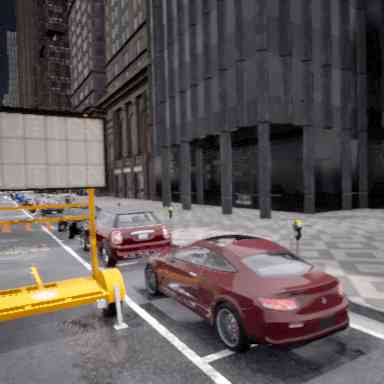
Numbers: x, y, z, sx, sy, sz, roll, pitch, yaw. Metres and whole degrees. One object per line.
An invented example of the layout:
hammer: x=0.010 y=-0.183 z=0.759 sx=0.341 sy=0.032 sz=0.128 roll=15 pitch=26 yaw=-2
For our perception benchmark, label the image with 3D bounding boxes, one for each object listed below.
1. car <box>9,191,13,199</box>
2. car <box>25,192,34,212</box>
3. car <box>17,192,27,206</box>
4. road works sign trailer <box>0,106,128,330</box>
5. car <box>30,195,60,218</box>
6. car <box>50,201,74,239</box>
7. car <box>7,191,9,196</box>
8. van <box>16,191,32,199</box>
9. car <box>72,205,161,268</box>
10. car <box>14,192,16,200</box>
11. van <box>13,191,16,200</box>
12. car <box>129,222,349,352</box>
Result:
car: x=-33.765 y=0.684 z=64.620 sx=1.967 sy=1.590 sz=4.097 roll=-3 pitch=2 yaw=-30
car: x=-13.740 y=1.013 z=30.291 sx=1.967 sy=1.590 sz=4.097 roll=-3 pitch=2 yaw=-30
car: x=-19.459 y=1.028 z=40.103 sx=2.008 sy=1.369 sz=4.403 roll=-3 pitch=2 yaw=-30
road works sign trailer: x=-2.722 y=0.370 z=5.853 sx=2.380 sy=3.560 sz=2.880 roll=-2 pitch=2 yaw=-30
car: x=-10.877 y=1.172 z=25.390 sx=2.008 sy=1.369 sz=4.403 roll=-3 pitch=2 yaw=-30
car: x=-5.155 y=1.284 z=15.583 sx=1.947 sy=1.339 sz=4.313 roll=-3 pitch=2 yaw=-30
car: x=-39.490 y=0.468 z=74.425 sx=2.192 sy=1.841 sz=5.009 roll=-3 pitch=2 yaw=-30
van: x=-22.326 y=0.771 z=45.002 sx=1.690 sy=1.788 sz=3.998 roll=-3 pitch=2 yaw=-30
car: x=-2.298 y=1.207 z=10.676 sx=1.967 sy=1.590 sz=4.097 roll=-3 pitch=2 yaw=-30
car: x=-25.180 y=0.928 z=49.911 sx=1.887 sy=1.381 sz=4.507 roll=-3 pitch=2 yaw=-30
van: x=-28.047 y=0.677 z=54.809 sx=1.690 sy=1.788 sz=3.998 roll=-3 pitch=2 yaw=-30
car: x=0.567 y=1.398 z=5.775 sx=1.802 sy=1.307 sz=4.206 roll=-3 pitch=2 yaw=-30
